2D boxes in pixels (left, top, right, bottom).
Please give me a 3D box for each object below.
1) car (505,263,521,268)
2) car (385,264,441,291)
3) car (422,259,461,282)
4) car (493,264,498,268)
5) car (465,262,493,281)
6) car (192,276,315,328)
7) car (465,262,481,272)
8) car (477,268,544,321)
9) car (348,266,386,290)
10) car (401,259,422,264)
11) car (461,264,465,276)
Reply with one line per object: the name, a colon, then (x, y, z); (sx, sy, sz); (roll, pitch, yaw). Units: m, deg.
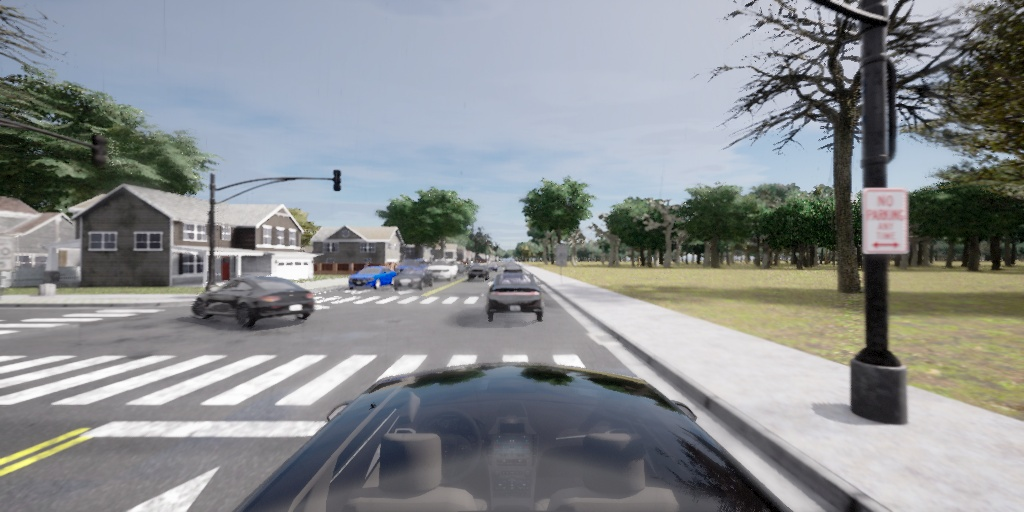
car: (0.102, 1.589, 34.999); (1.882, 1.535, 5.008); (0, -1, 0)
car: (-6.599, 1.493, 24.548); (2.128, 1.511, 4.902); (0, -1, 0)
car: (-6.595, 1.327, 34.407); (2.150, 2.045, 5.566); (0, -1, 0)
car: (-3.220, 1.962, 58.682); (1.895, 1.301, 4.718); (0, -1, 1)
car: (-3.151, 1.615, 34.902); (1.837, 1.490, 4.892); (0, -1, 0)
car: (-8.469, 1.391, 11.808); (4.674, 1.442, 1.812); (0, -2, 29)
car: (-6.501, 1.814, 59.911); (2.128, 1.511, 4.902); (0, -1, 0)
car: (0.101, 1.369, 13.087); (2.128, 1.511, 4.902); (0, -1, 0)
car: (-9.835, 1.492, 25.633); (1.882, 1.535, 5.008); (0, -1, 1)
car: (-9.839, 1.339, 35.440); (2.150, 2.045, 5.566); (0, -1, 0)
car: (-6.553, 1.715, 44.289); (1.837, 1.490, 4.892); (0, -1, 1)
